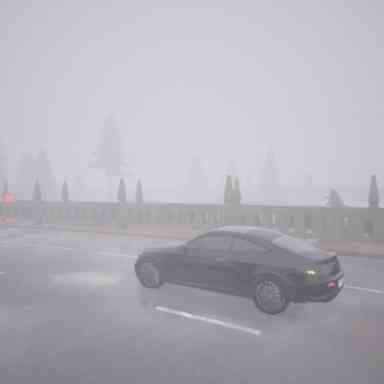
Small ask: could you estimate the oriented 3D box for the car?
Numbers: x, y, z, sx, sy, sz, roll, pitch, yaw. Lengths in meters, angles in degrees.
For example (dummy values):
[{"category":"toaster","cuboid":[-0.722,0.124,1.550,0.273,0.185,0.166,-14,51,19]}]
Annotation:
[{"category":"car","cuboid":[0.814,1.495,7.411,4.674,1.442,1.812,0,0,34]}]
